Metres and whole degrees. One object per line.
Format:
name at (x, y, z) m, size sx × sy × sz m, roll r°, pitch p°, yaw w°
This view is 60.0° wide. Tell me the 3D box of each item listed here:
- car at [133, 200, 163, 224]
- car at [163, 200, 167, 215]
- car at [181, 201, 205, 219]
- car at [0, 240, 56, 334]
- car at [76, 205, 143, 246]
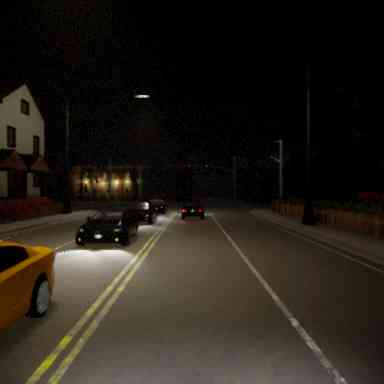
car at (-3.558, 1.436, 24.113) m, size 2.033 × 1.411 × 5.357 m, roll 0°, pitch 0°, yaw 0°
car at (-3.495, 1.451, 32.529) m, size 1.895 × 1.301 × 4.718 m, roll 0°, pitch 0°, yaw 0°
car at (0.065, 1.422, 27.164) m, size 2.033 × 1.411 × 5.357 m, roll 0°, pitch 0°, yaw 0°
car at (-3.599, 1.456, 4.531) m, size 1.882 × 1.535 × 5.008 m, roll 0°, pitch 0°, yaw 0°
car at (-3.588, 1.496, 14.701) m, size 1.994 × 1.385 × 4.181 m, roll 0°, pitch 0°, yaw 0°
